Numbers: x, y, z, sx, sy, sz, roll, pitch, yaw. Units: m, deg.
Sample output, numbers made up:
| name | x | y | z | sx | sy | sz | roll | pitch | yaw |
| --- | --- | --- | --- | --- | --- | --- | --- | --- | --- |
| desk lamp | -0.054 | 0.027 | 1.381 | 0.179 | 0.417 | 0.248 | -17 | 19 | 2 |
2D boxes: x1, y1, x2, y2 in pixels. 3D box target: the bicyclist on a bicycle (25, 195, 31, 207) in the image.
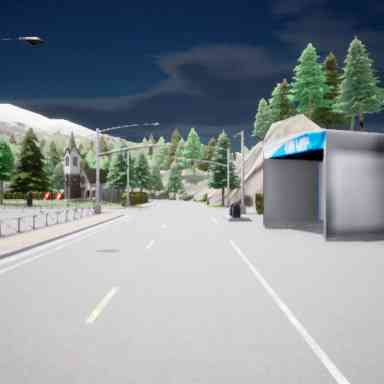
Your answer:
| name | x | y | z | sx | sy | sz | roll | pitch | yaw |
| --- | --- | --- | --- | --- | --- | --- | --- | --- | --- |
| bicyclist on a bicycle | -21.974 | 1.273 | 44.473 | 0.582 | 1.620 | 1.656 | 0 | 0 | -1 |
